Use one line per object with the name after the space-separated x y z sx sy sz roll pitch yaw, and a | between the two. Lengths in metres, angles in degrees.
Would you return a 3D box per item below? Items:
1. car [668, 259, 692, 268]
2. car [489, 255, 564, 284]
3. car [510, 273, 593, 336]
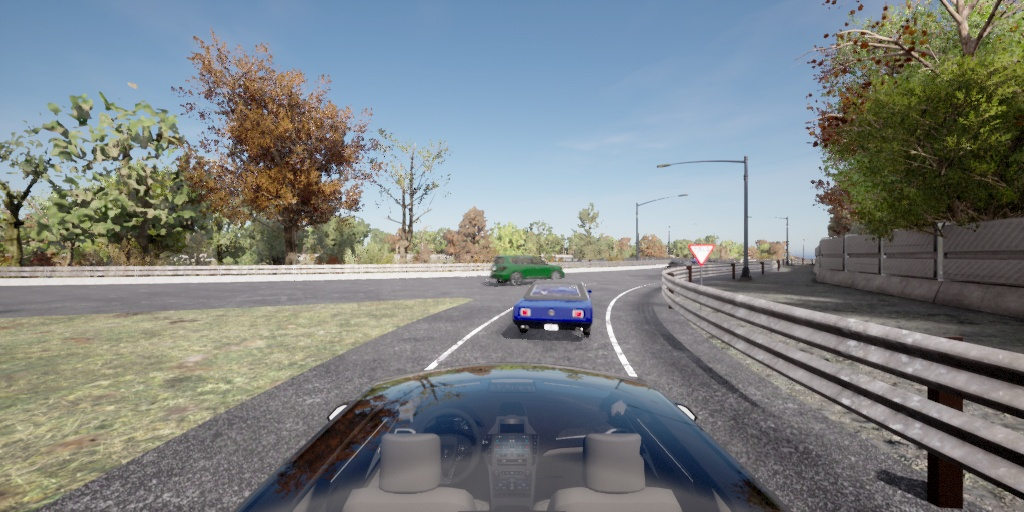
25.204 1.257 54.334 1.837 1.490 4.892 1 0 41 | car
1.085 0.971 25.381 5.566 2.045 2.150 0 0 -31 | car
1.370 1.352 10.451 1.895 1.301 4.718 0 0 12 | car
